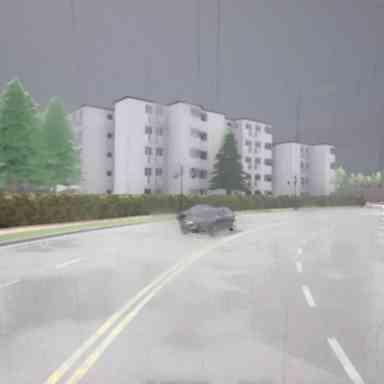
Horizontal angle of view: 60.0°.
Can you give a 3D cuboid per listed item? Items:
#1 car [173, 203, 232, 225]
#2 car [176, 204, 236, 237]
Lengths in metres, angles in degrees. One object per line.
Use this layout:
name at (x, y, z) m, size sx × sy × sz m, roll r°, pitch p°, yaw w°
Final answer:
car at (0.975, 1.626, 25.812) m, size 2.033 × 1.411 × 5.357 m, roll 0°, pitch 0°, yaw 33°
car at (1.020, 1.565, 18.624) m, size 1.837 × 1.490 × 4.892 m, roll 0°, pitch 0°, yaw 26°
